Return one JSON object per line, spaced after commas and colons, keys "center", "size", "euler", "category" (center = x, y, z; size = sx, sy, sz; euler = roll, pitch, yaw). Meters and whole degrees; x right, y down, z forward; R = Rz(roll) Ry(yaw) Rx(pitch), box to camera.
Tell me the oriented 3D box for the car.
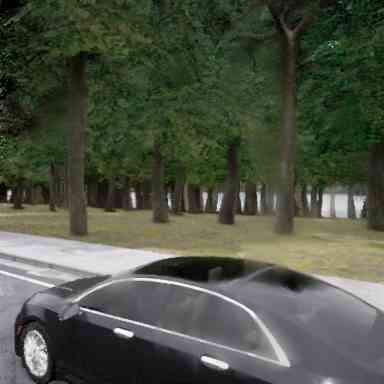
{"center": [-0.096, 1.507, 3.755], "size": [4.892, 1.490, 1.837], "euler": [0, 0, 35], "category": "car"}
